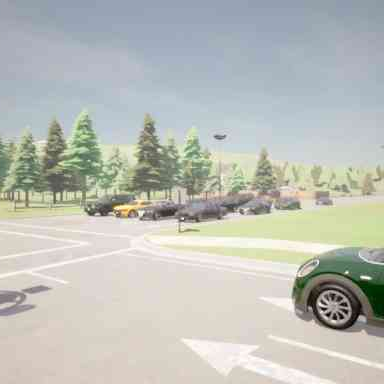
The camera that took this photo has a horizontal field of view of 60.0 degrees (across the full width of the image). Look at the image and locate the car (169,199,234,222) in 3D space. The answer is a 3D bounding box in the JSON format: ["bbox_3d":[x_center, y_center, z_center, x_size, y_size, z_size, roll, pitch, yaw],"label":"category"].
[{"bbox_3d":[0.884,1.547,26.366,2.033,1.411,5.357,0,0,36],"label":"car"}]

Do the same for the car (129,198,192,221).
[{"bbox_3d":[-2.504,1.491,27.666,2.128,1.511,4.902,0,0,36],"label":"car"}]

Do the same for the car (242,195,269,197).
[{"bbox_3d":[8.639,1.491,42.848,2.128,1.511,4.902,0,0,36],"label":"car"}]

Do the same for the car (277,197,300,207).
[{"bbox_3d":[14.953,1.526,51.407,1.812,1.442,4.674,0,0,37],"label":"car"}]

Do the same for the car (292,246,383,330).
[{"bbox_3d":[4.032,1.352,5.414,4.553,1.767,2.097,0,0,35],"label":"car"}]

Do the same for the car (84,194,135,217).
[{"bbox_3d":[-7.726,1.221,32.379,2.150,2.045,5.566,0,0,36],"label":"car"}]

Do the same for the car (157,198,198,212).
[{"bbox_3d":[-1.706,1.547,40.585,2.033,1.411,5.357,0,0,36],"label":"car"}]

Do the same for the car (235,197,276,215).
[{"bbox_3d":[6.564,1.526,34.090,1.812,1.442,4.674,0,0,36],"label":"car"}]

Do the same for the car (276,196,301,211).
[{"bbox_3d":[11.928,1.352,41.409,2.097,1.767,4.553,0,0,36],"label":"car"}]

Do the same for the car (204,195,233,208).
[{"bbox_3d":[3.948,1.352,48.280,2.097,1.767,4.553,0,0,36],"label":"car"}]

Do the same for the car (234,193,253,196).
[{"bbox_3d":[6.915,1.220,46.420,2.150,2.045,5.566,0,0,36],"label":"car"}]

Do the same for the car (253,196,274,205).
[{"bbox_3d":[13.148,1.478,60.689,1.882,1.535,5.008,0,0,37],"label":"car"}]

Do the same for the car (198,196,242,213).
[{"bbox_3d":[3.057,1.477,35.245,1.882,1.535,5.008,0,0,36],"label":"car"}]

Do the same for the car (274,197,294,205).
[{"bbox_3d":[16.425,1.565,59.223,1.994,1.385,4.181,0,0,36],"label":"car"}]

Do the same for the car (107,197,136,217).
[{"bbox_3d":[-4.893,1.477,30.324,1.882,1.535,5.008,0,0,36],"label":"car"}]

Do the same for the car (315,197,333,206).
[{"bbox_3d":[21.728,1.526,54.630,1.812,1.442,4.674,0,0,37],"label":"car"}]
